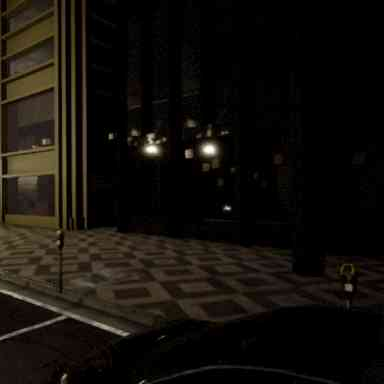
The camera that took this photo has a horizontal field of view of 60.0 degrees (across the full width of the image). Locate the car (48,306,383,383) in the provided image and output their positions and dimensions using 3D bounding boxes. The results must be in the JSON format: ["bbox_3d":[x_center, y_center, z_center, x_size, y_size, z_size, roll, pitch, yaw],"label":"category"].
[{"bbox_3d":[0.767,1.565,2.310,4.313,1.339,1.947,0,-1,35],"label":"car"}]
